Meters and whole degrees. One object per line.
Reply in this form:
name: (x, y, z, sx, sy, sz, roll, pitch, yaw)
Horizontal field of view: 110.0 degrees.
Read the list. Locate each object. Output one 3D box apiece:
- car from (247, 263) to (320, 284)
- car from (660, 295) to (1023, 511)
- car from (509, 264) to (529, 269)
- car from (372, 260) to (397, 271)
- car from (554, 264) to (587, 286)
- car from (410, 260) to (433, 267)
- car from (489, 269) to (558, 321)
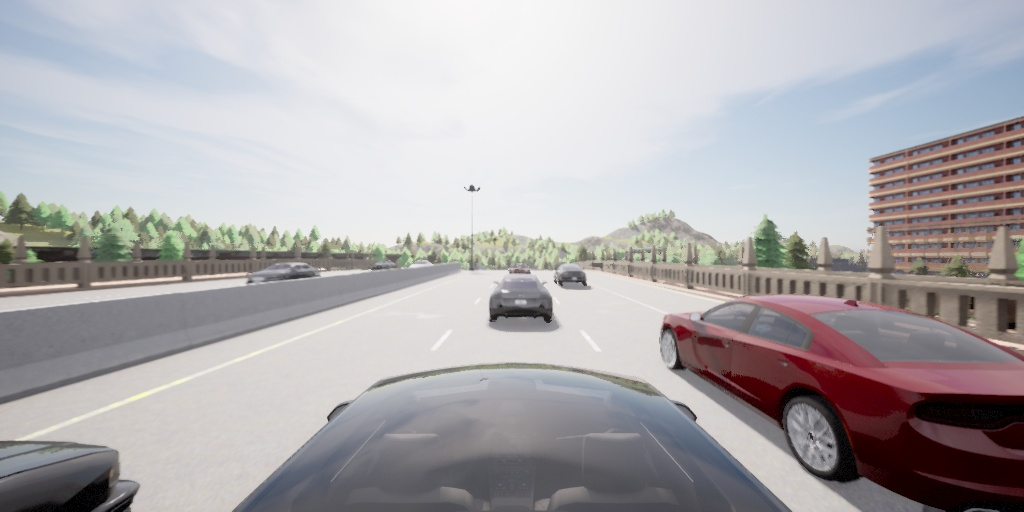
car: (-13.722, 1.163, 21.832, 2.128, 1.511, 4.902, 0, 0, 1)
car: (3.680, 1.244, 4.718, 1.882, 1.535, 5.008, 0, 0, 0)
car: (0.646, 1.335, 32.298, 1.895, 1.301, 4.718, 0, 0, 1)
car: (-16.677, 1.244, 47.103, 1.994, 1.385, 4.181, 0, -1, 1)
car: (4.012, 1.280, 25.071, 1.812, 1.442, 4.674, 0, 0, 1)
car: (-9.844, 1.204, 39.239, 1.812, 1.442, 4.674, 0, 0, 2)
car: (0.288, 1.309, 12.401, 1.994, 1.385, 4.181, 0, 0, 1)
